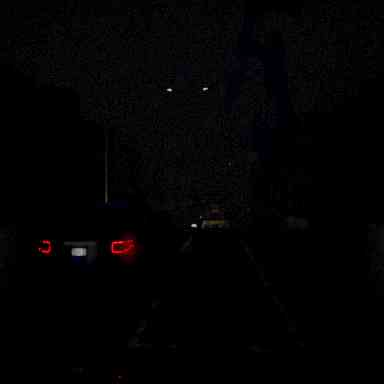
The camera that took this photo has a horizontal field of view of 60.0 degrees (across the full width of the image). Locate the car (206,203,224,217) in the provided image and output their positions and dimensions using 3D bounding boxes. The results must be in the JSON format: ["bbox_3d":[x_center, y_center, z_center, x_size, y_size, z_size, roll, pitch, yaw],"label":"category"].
[{"bbox_3d":[2.414,1.878,35.542,1.802,1.307,4.206,0,-1,4],"label":"car"}]

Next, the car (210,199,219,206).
[{"bbox_3d":[4.667,2.237,69.513,1.887,1.381,4.507,0,-1,4],"label":"car"}]

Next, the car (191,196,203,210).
[{"bbox_3d":[0.985,1.721,52.499,2.150,2.045,5.566,0,-1,4],"label":"car"}]

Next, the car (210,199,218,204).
[{"bbox_3d":[5.793,2.464,86.498,2.008,1.369,4.403,0,-1,4],"label":"car"}]

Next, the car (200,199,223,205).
[{"bbox_3d":[2.039,1.676,29.883,1.967,1.590,4.097,0,-1,4],"label":"car"}]

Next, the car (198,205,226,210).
[{"bbox_3d":[1.300,1.649,18.728,1.752,1.417,4.829,0,-1,4],"label":"car"}]

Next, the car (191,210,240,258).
[{"bbox_3d":[0.913,1.619,12.896,2.008,1.369,4.403,0,-1,4],"label":"car"}]

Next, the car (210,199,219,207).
[{"bbox_3d":[4.303,2.150,64.021,1.752,1.417,4.829,0,-1,4],"label":"car"}]

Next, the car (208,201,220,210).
[{"bbox_3d":[3.541,2.068,52.528,1.802,1.307,4.206,0,-1,4],"label":"car"}]

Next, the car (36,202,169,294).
[{"bbox_3d":[-1.992,1.269,9.064,2.150,2.045,5.566,0,-1,4],"label":"car"}]

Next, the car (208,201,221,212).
[{"bbox_3d":[3.176,1.948,47.036,1.752,1.417,4.829,0,-1,4],"label":"car"}]
